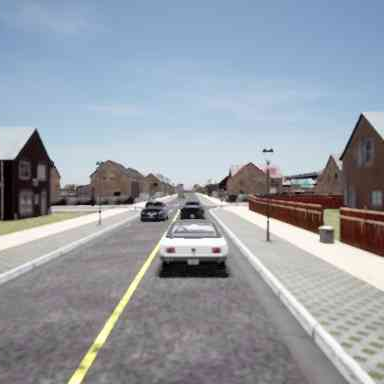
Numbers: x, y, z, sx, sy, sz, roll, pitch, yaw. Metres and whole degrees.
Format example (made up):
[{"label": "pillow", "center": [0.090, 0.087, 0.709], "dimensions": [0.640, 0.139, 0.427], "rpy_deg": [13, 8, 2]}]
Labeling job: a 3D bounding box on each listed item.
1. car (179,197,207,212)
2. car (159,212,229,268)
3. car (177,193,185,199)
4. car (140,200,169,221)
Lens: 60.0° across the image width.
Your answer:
[{"label": "car", "center": [0.047, 1.406, 25.636], "dimensions": [1.837, 1.490, 4.892], "rpy_deg": [0, 0, 0]}, {"label": "car", "center": [0.058, 1.561, 11.040], "dimensions": [1.895, 1.301, 4.718], "rpy_deg": [0, 0, 0]}, {"label": "car", "center": [-2.791, 0.990, 86.107], "dimensions": [2.097, 1.767, 4.553], "rpy_deg": [0, 0, 0]}, {"label": "car", "center": [-2.835, 1.407, 25.772], "dimensions": [1.837, 1.490, 4.892], "rpy_deg": [0, 0, 0]}]
